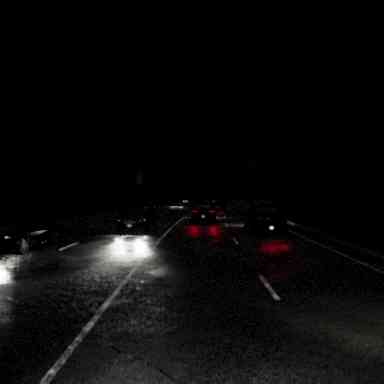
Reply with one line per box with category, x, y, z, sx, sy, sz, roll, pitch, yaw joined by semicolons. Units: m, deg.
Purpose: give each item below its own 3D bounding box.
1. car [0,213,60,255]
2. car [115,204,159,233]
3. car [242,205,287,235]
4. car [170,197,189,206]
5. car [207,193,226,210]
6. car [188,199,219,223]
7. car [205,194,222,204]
car;-6.875;1.551;13.042;1.994;1.385;4.181;0;0;2
car;-3.113;1.474;19.608;2.128;1.511;4.902;0;0;3
car;4.032;1.492;18.763;1.837;1.490;4.892;0;0;3
car;-1.898;1.497;53.759;2.033;1.411;5.357;0;0;14
car;3.132;1.192;42.806;2.150;2.045;5.566;0;0;10
car;0.945;1.506;25.309;1.812;1.442;4.674;0;0;4
car;4.005;1.304;61.586;2.097;1.767;4.553;0;0;18
